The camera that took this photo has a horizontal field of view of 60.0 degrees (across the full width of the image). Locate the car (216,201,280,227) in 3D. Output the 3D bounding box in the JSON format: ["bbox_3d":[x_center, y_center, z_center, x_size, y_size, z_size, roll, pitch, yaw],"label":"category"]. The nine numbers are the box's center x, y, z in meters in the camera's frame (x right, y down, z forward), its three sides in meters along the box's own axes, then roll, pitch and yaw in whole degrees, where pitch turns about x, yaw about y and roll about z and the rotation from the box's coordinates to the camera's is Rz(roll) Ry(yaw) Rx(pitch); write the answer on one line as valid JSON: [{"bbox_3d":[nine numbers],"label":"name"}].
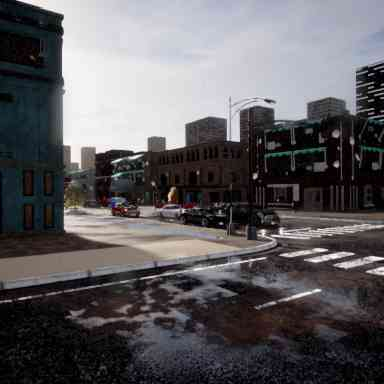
[{"bbox_3d":[4.209,1.547,24.257,2.097,1.767,4.553,-1,0,-34],"label":"car"}]

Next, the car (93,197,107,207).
[{"bbox_3d":[-16.373,1.939,63.390,2.192,1.841,5.009,-1,0,-35],"label":"car"}]

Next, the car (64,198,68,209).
[{"bbox_3d":[-23.105,2.232,58.403,1.752,1.417,4.829,-1,0,-35],"label":"car"}]

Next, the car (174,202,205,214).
[{"bbox_3d":[-0.360,1.903,40.814,1.802,1.307,4.206,-2,0,-35],"label":"car"}]

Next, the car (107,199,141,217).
[{"bbox_3d":[-7.198,1.846,35.965,1.967,1.590,4.097,-1,0,-35],"label":"car"}]

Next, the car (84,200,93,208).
[{"bbox_3d":[-19.309,2.230,63.075,1.994,1.385,4.181,-1,0,-35],"label":"car"}]

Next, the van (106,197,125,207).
[{"bbox_3d":[-13.171,1.906,58.875,1.690,1.788,3.998,-1,0,-35],"label":"van"}]

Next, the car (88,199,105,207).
[{"bbox_3d":[-19.569,2.227,67.905,1.887,1.381,4.507,-1,0,-35],"label":"car"}]

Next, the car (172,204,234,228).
[{"bbox_3d":[0.732,1.814,24.575,1.947,1.339,4.313,-1,0,-35],"label":"car"}]

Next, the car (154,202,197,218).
[{"bbox_3d":[-1.596,1.912,32.562,1.895,1.301,4.718,-1,0,-35],"label":"car"}]

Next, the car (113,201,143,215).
[{"bbox_3d":[-8.118,1.944,41.777,1.837,1.490,4.892,-1,0,-35],"label":"car"}]

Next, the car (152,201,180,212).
[{"bbox_3d":[-3.560,1.966,45.329,1.802,1.307,4.206,-2,0,-35],"label":"car"}]
